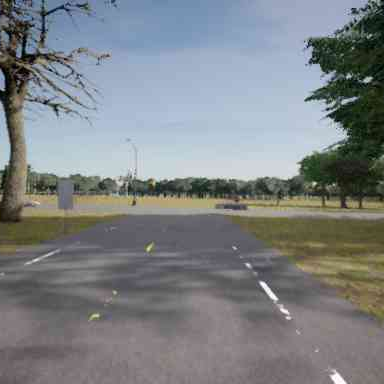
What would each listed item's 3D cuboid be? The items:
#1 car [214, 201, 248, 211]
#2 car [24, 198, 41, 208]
[{"bbox_3d":[6.307,2.237,53.937,5.357,1.411,2.033,2,0,0],"label":"car"},{"bbox_3d":[-23.975,1.511,47.067,4.718,1.301,1.895,2,0,0],"label":"car"}]
